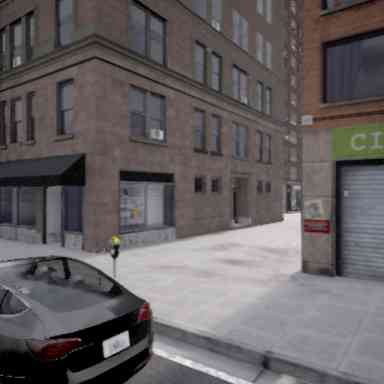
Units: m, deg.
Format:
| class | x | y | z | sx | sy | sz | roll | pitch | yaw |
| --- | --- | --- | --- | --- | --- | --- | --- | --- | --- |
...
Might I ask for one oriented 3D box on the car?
| class | x | y | z | sx | sy | sz | roll | pitch | yaw |
| --- | --- | --- | --- | --- | --- | --- | --- | --- | --- |
| car | -2.451 | 1.563 | 4.559 | 4.313 | 1.339 | 1.947 | 0 | 0 | 36 |
